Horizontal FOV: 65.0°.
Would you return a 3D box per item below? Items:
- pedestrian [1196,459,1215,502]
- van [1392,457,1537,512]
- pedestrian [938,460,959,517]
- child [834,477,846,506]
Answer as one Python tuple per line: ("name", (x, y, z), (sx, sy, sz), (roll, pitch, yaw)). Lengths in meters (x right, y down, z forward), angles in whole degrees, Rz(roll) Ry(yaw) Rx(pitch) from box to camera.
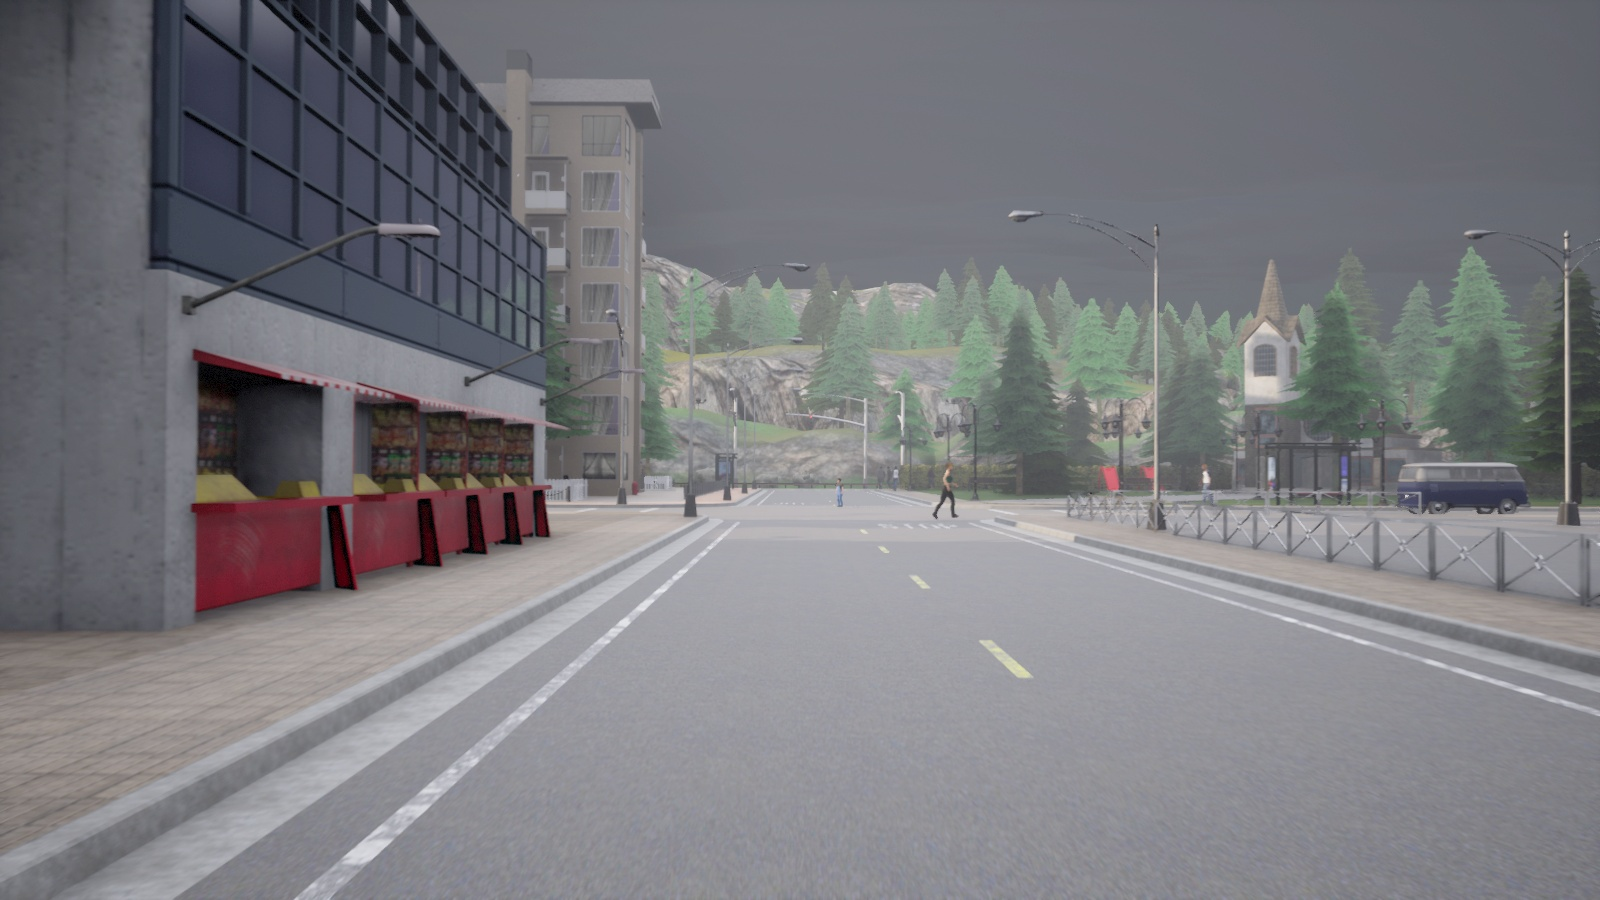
("pedestrian", (17.370, 1.316, 53.781), (0.706, 1.836, 0.354), (0, -1, -1))
("van", (24.576, 1.263, 46.531), (4.442, 1.987, 1.775), (0, -1, -1))
("pedestrian", (4.785, 1.244, 40.462), (0.594, 1.836, 0.345), (0, -1, -10))
("child", (1.731, 1.783, 54.450), (0.437, 1.263, 0.270), (0, -1, -37))
